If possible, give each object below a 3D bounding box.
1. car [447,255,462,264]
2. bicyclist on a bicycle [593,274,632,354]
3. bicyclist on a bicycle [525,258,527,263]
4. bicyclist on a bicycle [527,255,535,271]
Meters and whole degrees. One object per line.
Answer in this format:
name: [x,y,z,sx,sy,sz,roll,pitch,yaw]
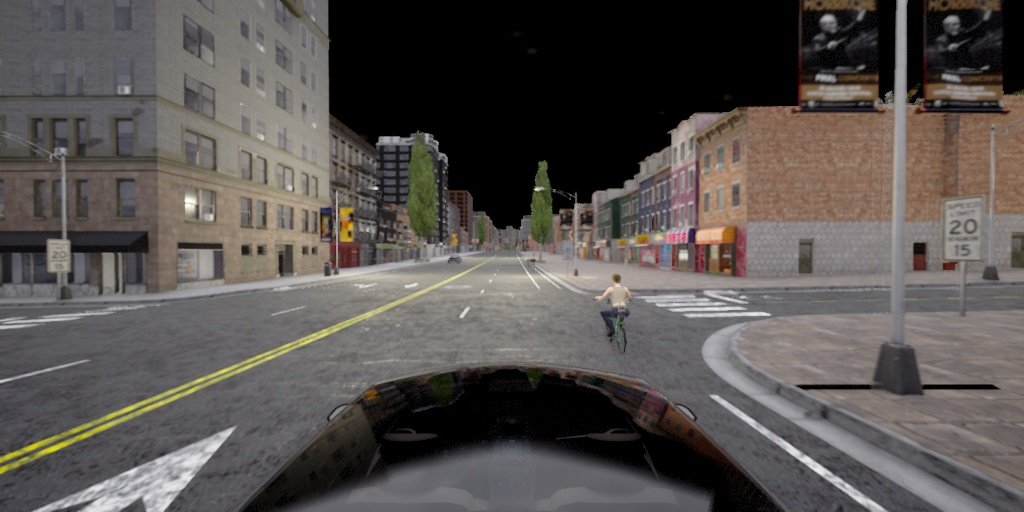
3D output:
car: [-9.739,0.548,61.361,2.033,1.411,5.357,0,1,0]
bicyclist on a bicycle: [2.231,1.185,7.764,0.866,1.612,1.509,0,0,0]
bicyclist on a bicycle: [2.258,0.692,49.135,0.866,1.612,1.509,0,1,0]
bicyclist on a bicycle: [2.258,0.828,39.160,0.659,1.776,1.843,0,1,0]
